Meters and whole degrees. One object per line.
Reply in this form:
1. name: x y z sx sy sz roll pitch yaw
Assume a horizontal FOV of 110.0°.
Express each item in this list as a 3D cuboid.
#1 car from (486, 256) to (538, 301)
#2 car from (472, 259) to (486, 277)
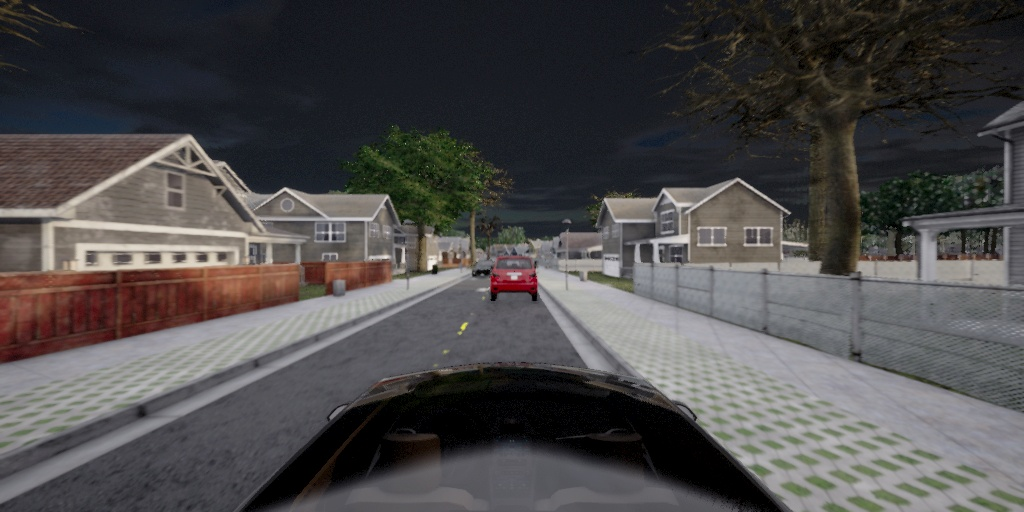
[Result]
1. car: 0.097 1.016 17.896 2.150 2.045 5.566 0 0 0
2. car: -2.774 1.194 36.042 2.097 1.767 4.553 0 0 0
